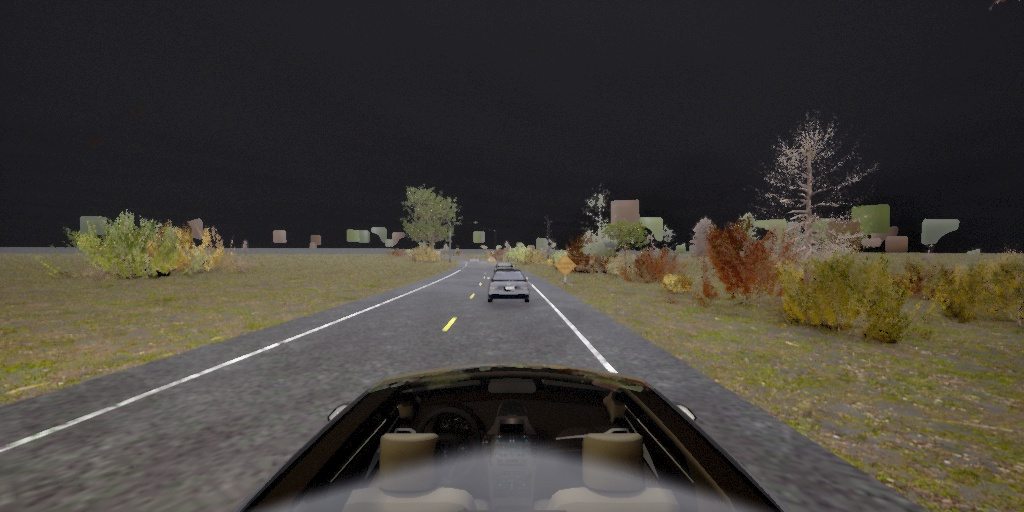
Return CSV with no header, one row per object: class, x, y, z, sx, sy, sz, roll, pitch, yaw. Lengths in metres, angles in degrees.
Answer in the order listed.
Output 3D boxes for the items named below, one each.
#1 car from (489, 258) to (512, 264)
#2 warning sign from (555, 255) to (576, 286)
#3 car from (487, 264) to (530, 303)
car,-0.715,1.208,31.618,2.128,1.511,4.902,0,0,-3
warning sign,3.226,0.841,21.837,1.300,1.860,1.060,0,0,-2
car,-0.180,1.299,16.586,2.033,1.411,5.357,0,0,-1
